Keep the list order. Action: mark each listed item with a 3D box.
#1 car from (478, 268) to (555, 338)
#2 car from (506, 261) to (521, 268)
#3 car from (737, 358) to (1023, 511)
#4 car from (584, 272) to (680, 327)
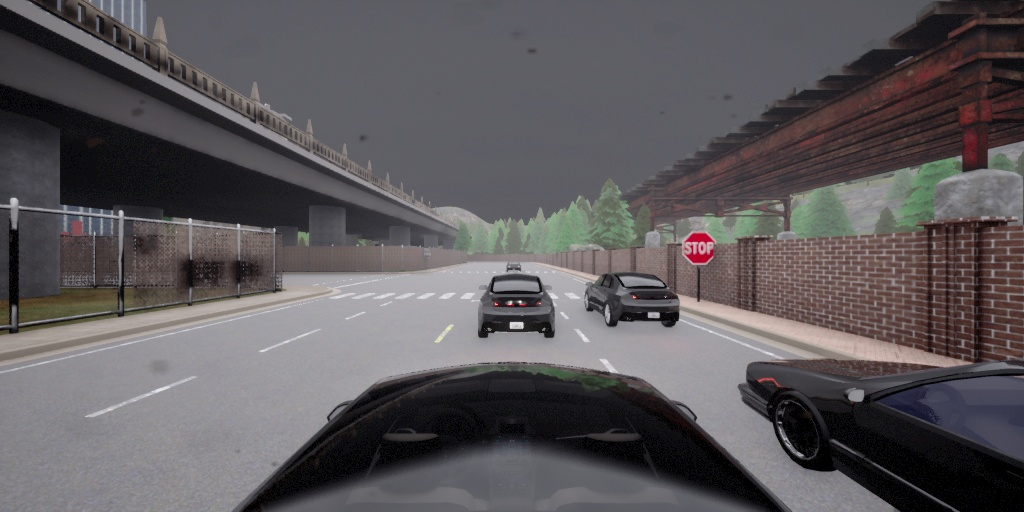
[{"bbox_3d":[0.105,1.255,10.166,1.837,1.490,4.892,0,0,0],"label":"car"},{"bbox_3d":[0.218,1.351,46.388,1.895,1.301,4.718,0,0,-1],"label":"car"},{"bbox_3d":[3.600,1.297,1.776,2.033,1.411,5.357,0,0,0],"label":"car"},{"bbox_3d":[3.608,1.255,11.522,1.837,1.490,4.892,0,0,0],"label":"car"}]
